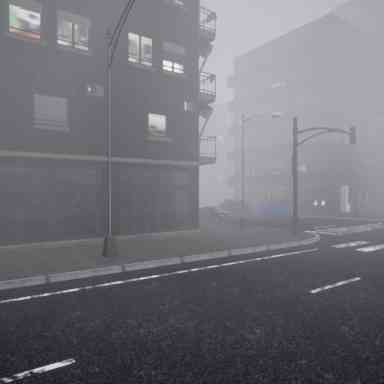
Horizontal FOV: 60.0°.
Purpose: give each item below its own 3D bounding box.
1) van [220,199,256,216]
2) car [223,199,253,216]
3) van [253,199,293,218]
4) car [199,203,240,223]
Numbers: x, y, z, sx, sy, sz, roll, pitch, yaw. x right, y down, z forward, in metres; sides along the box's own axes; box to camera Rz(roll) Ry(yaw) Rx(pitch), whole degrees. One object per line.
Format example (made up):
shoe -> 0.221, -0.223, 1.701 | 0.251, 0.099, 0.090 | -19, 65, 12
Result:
van -> 5.211, 1.675, 38.092 | 1.690, 1.788, 3.998 | -1, 0, -36
car -> 4.055, 1.675, 35.309 | 2.097, 1.767, 4.553 | 0, -1, -36
van -> 8.527, 1.602, 33.577 | 1.690, 1.788, 3.998 | -1, 0, -36
car -> 1.789, 1.874, 28.659 | 1.802, 1.307, 4.206 | -1, 0, -36
